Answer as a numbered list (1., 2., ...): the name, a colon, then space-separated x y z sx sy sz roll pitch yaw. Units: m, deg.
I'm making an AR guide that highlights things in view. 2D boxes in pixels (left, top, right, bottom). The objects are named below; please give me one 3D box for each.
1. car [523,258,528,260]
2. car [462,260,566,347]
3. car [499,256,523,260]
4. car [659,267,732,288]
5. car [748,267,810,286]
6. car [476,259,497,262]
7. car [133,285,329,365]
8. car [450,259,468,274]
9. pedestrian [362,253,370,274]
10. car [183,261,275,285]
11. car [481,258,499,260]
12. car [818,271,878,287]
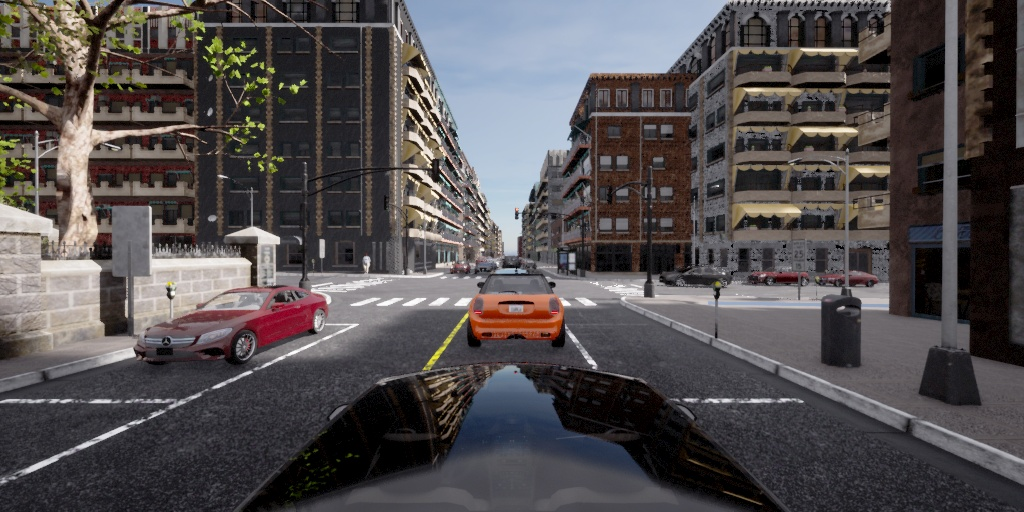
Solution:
1. car: 2.622 1.297 51.668 2.007 1.370 4.403 0 0 0
2. car: 0.116 1.101 9.484 2.097 1.767 4.553 0 0 1
3. car: -0.028 0.970 43.971 2.150 2.045 5.566 0 0 1
4. car: 13.335 1.508 26.188 4.892 1.490 1.837 1 0 0
5. car: 21.343 1.570 28.859 4.097 1.591 1.967 0 0 -1
6. car: -3.146 1.311 40.982 1.994 1.385 4.181 0 0 0
7. car: -5.697 1.331 7.974 1.802 1.307 4.207 0 0 0
8. car: -5.743 1.186 40.385 1.967 1.591 4.097 0 0 0
9. pedestrian: -12.754 0.650 31.367 0.375 1.860 0.375 0 -1 -1
10. car: -17.677 1.034 22.569 4.181 1.385 1.994 1 0 -1
11. car: -3.155 1.310 49.956 1.994 1.385 4.181 0 0 0
12. car: 27.016 1.813 28.936 4.207 1.307 1.802 0 0 -1
